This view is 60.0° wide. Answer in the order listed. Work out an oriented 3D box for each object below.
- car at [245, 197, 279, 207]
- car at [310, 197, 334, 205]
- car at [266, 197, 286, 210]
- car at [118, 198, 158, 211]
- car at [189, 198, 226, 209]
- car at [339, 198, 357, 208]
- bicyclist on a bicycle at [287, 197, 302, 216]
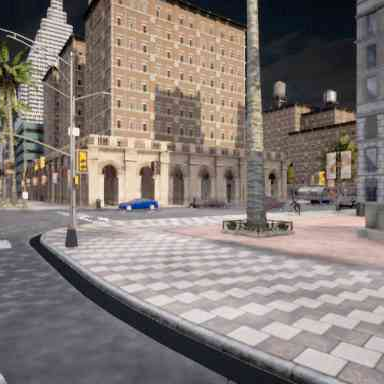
[{"bbox_3d":[11.087,1.541,52.426,5.357,1.411,2.033,0,0,-33],"label":"car"},{"bbox_3d":[23.673,1.615,60.686,4.718,1.301,1.895,0,0,-34],"label":"car"},{"bbox_3d":[10.308,1.558,43.314,4.181,1.385,1.994,0,0,-33],"label":"car"},{"bbox_3d":[-6.564,1.470,40.882,5.008,1.535,1.882,0,0,-33],"label":"car"},{"bbox_3d":[2.219,1.540,46.624,5.357,1.411,2.033,0,0,-33],"label":"car"},{"bbox_3d":[22.851,1.560,47.391,4.181,1.385,1.994,0,0,-34],"label":"car"},{"bbox_3d":[9.161,1.297,29.678,0.582,1.620,1.656,0,0,-33],"label":"bicyclist on a bicycle"}]
